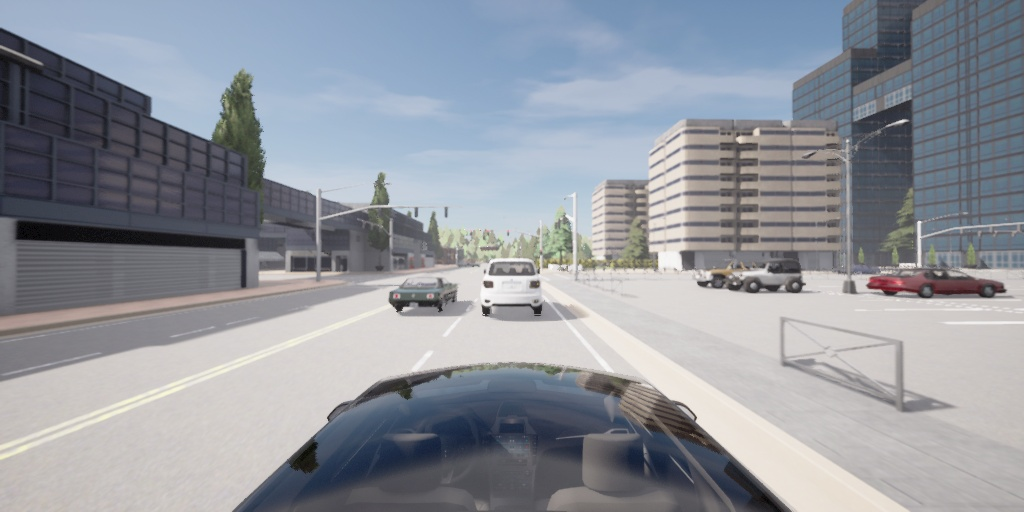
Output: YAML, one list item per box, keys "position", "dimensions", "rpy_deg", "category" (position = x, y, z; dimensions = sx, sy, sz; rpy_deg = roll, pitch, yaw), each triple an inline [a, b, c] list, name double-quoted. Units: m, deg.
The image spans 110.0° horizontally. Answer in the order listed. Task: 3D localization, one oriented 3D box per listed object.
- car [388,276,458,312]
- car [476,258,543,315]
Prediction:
- position: [-3.496, 1.498, 15.071]
  dimensions: [1.895, 1.301, 4.718]
  rpy_deg: [0, -1, 0]
  category: "car"
- position: [-0.002, 1.115, 14.421]
  dimensions: [2.150, 2.045, 5.566]
  rpy_deg: [0, 0, 0]
  category: "car"
